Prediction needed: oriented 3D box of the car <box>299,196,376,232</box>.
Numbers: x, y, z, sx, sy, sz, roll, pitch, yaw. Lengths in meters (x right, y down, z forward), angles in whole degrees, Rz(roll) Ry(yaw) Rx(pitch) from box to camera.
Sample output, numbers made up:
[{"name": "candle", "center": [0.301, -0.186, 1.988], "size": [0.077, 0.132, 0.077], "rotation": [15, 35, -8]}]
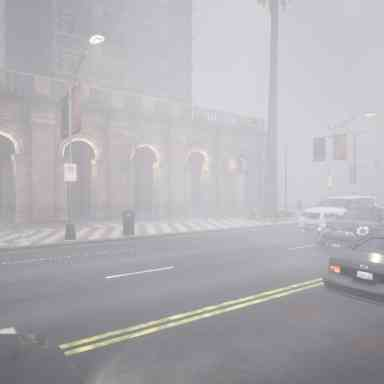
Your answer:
[{"name": "car", "center": [8.431, 1.223, 18.615], "size": [5.566, 2.045, 2.150], "rotation": [0, 0, -35]}]

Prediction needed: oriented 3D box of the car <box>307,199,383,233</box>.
[{"name": "car", "center": [7.021, 1.351, 13.321], "size": [4.553, 1.767, 2.097], "rotation": [0, 0, -35]}]

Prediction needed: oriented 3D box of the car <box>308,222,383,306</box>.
[{"name": "car", "center": [5.156, 1.547, 7.451], "size": [5.357, 1.411, 2.033], "rotation": [0, 0, -35]}]

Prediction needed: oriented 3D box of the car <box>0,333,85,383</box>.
[{"name": "car", "center": [-3.179, 1.547, 1.473], "size": [5.357, 1.411, 2.033], "rotation": [0, 0, -36]}]
